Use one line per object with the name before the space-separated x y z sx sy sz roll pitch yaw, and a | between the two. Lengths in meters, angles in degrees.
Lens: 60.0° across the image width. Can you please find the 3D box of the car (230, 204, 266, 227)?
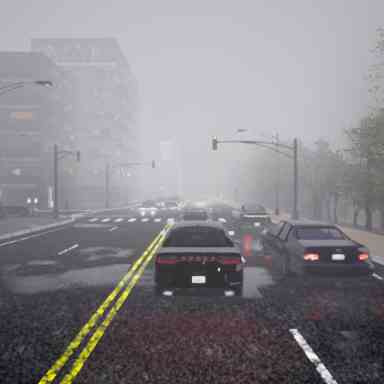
car | 3.443 1.484 19.900 2.128 1.511 4.902 0 0 0

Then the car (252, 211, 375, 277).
car | 3.395 1.542 10.158 2.033 1.411 5.357 0 0 1

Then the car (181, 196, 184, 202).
car | -3.014 1.496 62.414 1.837 1.490 4.892 0 0 0

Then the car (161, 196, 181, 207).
car | -3.104 1.537 50.353 2.033 1.411 5.357 0 0 0

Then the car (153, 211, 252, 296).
car | 0.140 1.473 8.650 1.882 1.535 5.008 0 0 0

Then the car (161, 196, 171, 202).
car | -6.127 1.594 78.313 1.895 1.301 4.718 0 0 0

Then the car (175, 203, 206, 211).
car | 0.190 1.556 18.989 1.994 1.385 4.181 0 0 0

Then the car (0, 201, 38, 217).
car | -18.181 1.705 33.577 4.902 1.511 2.128 -1 0 -1

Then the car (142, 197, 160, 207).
car | -6.354 1.590 50.114 1.895 1.301 4.718 0 0 0

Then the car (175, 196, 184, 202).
car | -2.884 1.552 77.238 1.994 1.385 4.181 0 0 0
